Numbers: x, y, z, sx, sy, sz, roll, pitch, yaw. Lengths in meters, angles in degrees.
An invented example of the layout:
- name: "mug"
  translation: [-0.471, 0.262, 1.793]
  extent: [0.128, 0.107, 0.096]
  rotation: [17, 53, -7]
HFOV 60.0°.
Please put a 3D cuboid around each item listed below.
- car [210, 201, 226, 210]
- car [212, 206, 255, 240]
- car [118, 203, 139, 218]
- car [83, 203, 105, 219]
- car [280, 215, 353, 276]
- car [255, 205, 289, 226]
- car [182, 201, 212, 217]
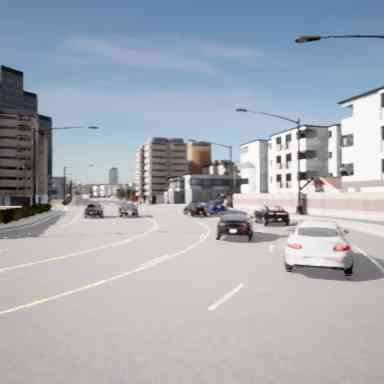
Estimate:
- name: "car"
  translation: [2.598, 1.821, 40.694]
  extent: [2.097, 1.767, 4.553]
  rotation: [0, -1, -15]
- name: "car"
  translation: [2.360, 1.732, 18.232]
  extent: [1.812, 1.442, 4.674]
  rotation: [0, -1, 10]
- name: "car"
  translation: [-6.859, 1.941, 35.716]
  extent: [2.128, 1.511, 4.902]
  rotation: [0, -1, -15]
- name: "car"
  translation: [-10.326, 1.983, 35.135]
  extent: [1.837, 1.490, 4.892]
  rotation: [0, -1, -15]
- name: "car"
  translation: [4.080, 1.638, 10.825]
  extent: [1.812, 1.442, 4.674]
  rotation: [0, -1, 21]
- name: "car"
  translation: [6.017, 1.770, 25.735]
  extent: [2.128, 1.511, 4.902]
  rotation: [0, -1, -3]
- name: "car"
  translation: [0.324, 1.951, 36.243]
  extent: [1.812, 1.442, 4.674]
  rotation: [0, -1, -15]
